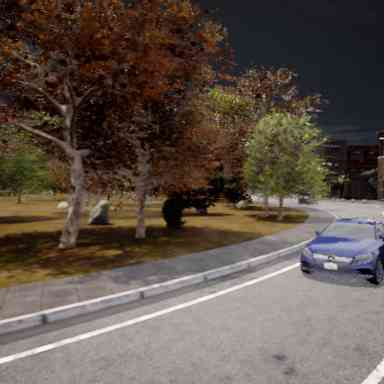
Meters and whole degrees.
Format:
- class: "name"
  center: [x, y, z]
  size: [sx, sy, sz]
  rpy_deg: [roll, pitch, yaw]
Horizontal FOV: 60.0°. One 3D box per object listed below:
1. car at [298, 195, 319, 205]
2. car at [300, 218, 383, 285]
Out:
- class: "car"
  center: [17.686, 1.246, 50.828]
  size: [1.812, 1.442, 4.674]
  rpy_deg: [-1, 0, -1]
- class: "car"
  center: [4.798, 1.521, 9.804]
  size: [1.812, 1.442, 4.674]
  rpy_deg: [0, 0, 39]
